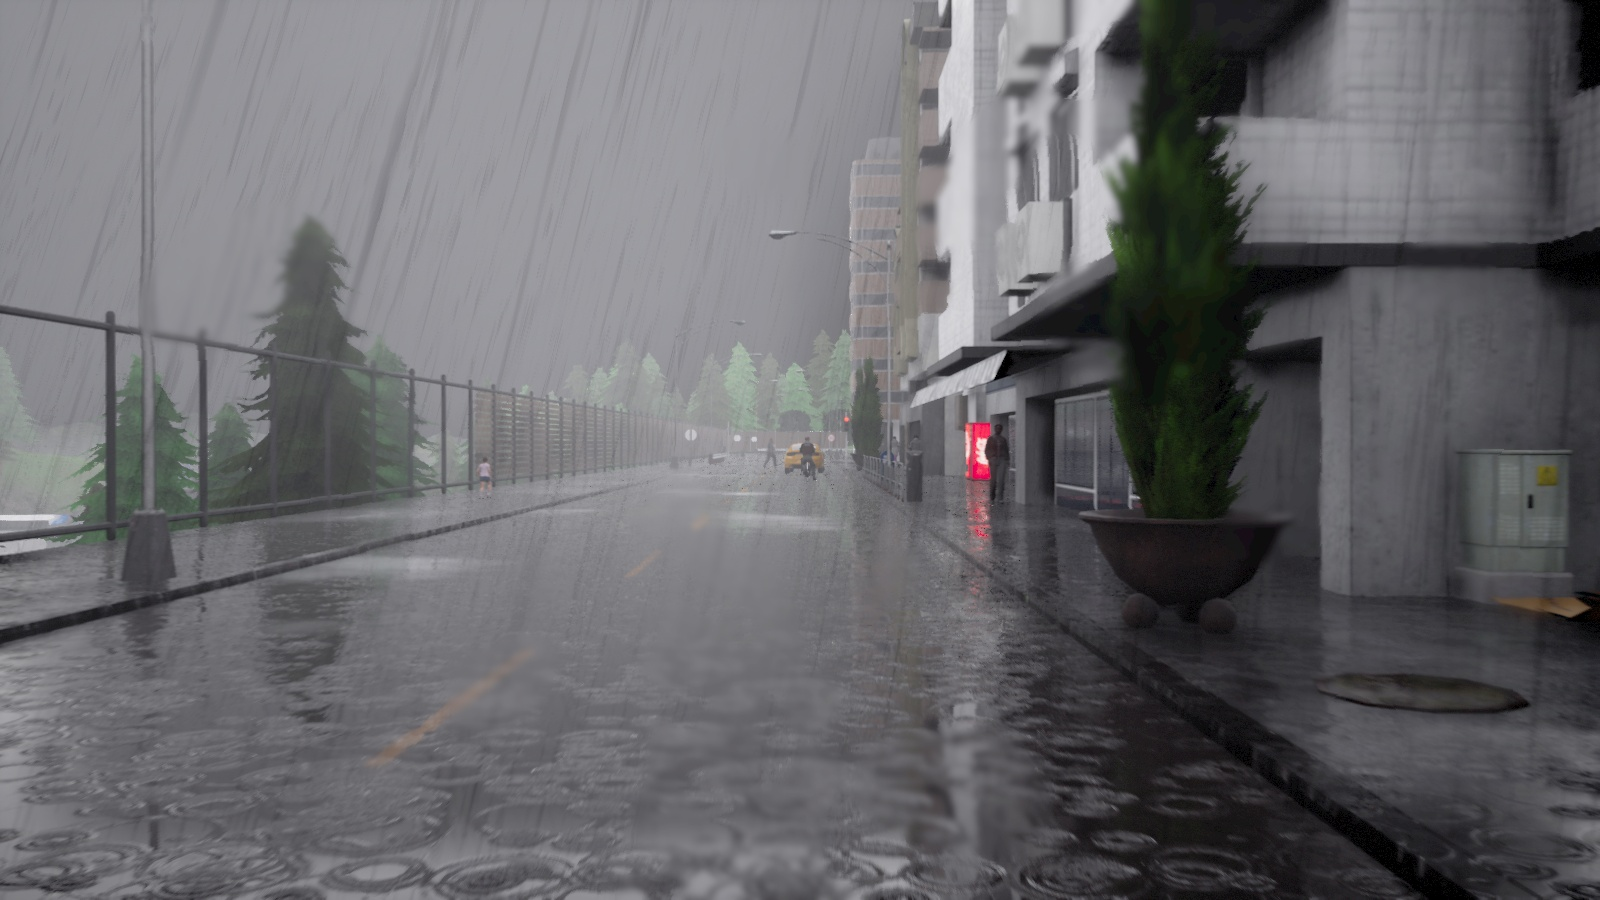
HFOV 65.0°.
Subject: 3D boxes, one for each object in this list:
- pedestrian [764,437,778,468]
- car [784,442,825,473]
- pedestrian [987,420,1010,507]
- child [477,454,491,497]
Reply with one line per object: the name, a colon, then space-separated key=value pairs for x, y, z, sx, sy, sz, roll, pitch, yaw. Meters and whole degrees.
pedestrian: x=-1.750 y=0.130 z=75.725 sx=0.694 sy=1.848 sz=0.540 roll=0 pitch=0 yaw=-18
car: x=0.269 y=0.370 z=64.155 sx=1.882 sy=1.535 sz=5.008 roll=0 pitch=0 yaw=3
pedestrian: x=4.461 y=0.304 z=28.250 sx=0.402 sy=1.930 sz=0.666 roll=0 pitch=0 yaw=0
child: x=-8.143 y=0.651 z=32.391 sx=0.255 sy=1.110 sz=0.394 roll=0 pitch=0 yaw=1
